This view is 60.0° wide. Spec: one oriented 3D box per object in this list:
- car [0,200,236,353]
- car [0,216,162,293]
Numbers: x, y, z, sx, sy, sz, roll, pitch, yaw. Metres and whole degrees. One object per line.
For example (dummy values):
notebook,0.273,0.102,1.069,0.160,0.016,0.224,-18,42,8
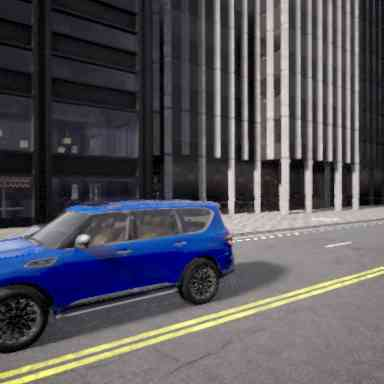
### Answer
car,-1.649,1.212,6.502,5.566,2.045,2.150,0,0,-36
car,-3.648,1.538,9.065,5.357,1.411,2.033,0,0,-35
